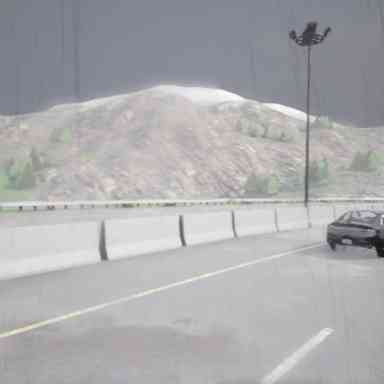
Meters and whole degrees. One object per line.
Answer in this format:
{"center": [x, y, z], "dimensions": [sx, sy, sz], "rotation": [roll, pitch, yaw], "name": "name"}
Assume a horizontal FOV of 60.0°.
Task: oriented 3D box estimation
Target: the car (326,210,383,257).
{"center": [6.899, 1.443, 12.769], "dimensions": [4.902, 1.511, 2.128], "rotation": [0, 1, -44], "name": "car"}
